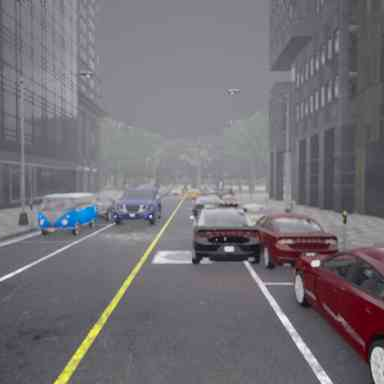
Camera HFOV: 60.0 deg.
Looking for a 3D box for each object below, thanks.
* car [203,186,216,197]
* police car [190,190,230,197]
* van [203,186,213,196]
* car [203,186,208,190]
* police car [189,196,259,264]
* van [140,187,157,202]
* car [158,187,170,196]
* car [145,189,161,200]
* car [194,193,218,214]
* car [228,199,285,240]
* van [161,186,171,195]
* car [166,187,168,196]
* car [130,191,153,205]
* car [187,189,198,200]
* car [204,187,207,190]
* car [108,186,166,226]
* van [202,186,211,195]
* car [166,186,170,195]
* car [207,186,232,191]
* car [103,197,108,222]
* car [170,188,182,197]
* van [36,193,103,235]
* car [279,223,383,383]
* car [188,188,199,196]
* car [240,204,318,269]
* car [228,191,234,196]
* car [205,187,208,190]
[{"bbox_3d":[3.050,-0.108,58.995,2.192,1.841,5.009,0,1,0],"label":"car"},{"bbox_3d":[1.002,0.914,20.895,1.930,1.638,5.238,0,1,0],"label":"police car"},{"bbox_3d":[3.077,-0.211,64.432,1.690,1.788,3.998,0,1,0],"label":"van"},{"bbox_3d":[3.024,0.146,53.562,1.967,1.590,4.097,0,1,0],"label":"car"},{"bbox_3d":[0.943,1.157,10.897,1.930,1.638,5.238,0,1,0],"label":"police car"},{"bbox_3d":[-5.555,0.303,42.730,1.690,1.788,3.998,0,1,0],"label":"van"},{"bbox_3d":[-5.448,-0.115,64.476,1.967,1.590,4.097,0,1,0],"label":"car"},{"bbox_3d":[-5.529,0.361,48.000,1.752,1.417,4.829,0,1,0],"label":"car"},{"bbox_3d":[1.031,0.873,26.785,1.812,1.442,4.674,0,1,0],"label":"car"},{"bbox_3d":[2.839,1.141,15.683,1.752,1.417,4.829,0,1,0],"label":"car"},{"bbox_3d":[-5.422,-0.343,69.910,1.690,1.788,3.998,0,1,0],"label":"van"},{"bbox_3d":[-5.501,0.268,53.607,1.947,1.339,4.313,0,1,0],"label":"car"},{"bbox_3d":[-5.581,0.658,37.299,1.947,1.339,4.313,0,1,0],"label":"car"},{"bbox_3d":[0.250,0.301,48.619,1.882,1.535,5.008,0,1,1],"label":"car"},{"bbox_3d":[2.997,0.380,48.129,1.887,1.381,4.507,0,1,0],"label":"car"},{"bbox_3d":[-3.002,0.741,19.562,2.150,2.045,5.566,0,2,0],"label":"car"},{"bbox_3d":[3.104,-0.340,69.868,1.690,1.788,3.998,0,1,0],"label":"van"},{"bbox_3d":[-5.475,0.103,58.872,1.752,1.417,4.829,0,1,0],"label":"car"},{"bbox_3d":[2.917,0.541,31.815,2.192,1.841,5.009,0,1,0],"label":"car"},{"bbox_3d":[-5.661,1.036,20.991,2.008,1.369,4.403,0,1,0],"label":"car"},{"bbox_3d":[-2.760,0.048,59.258,1.882,1.535,5.008,0,2,1],"label":"car"},{"bbox_3d":[-5.688,0.958,15.550,1.690,1.788,3.998,0,1,0],"label":"van"},{"bbox_3d":[2.785,1.429,4.641,1.887,1.381,4.507,0,1,0],"label":"car"},{"bbox_3d":[0.307,0.056,62.563,1.994,1.385,4.181,0,1,0],"label":"car"},{"bbox_3d":[2.811,1.297,10.077,1.887,1.381,4.507,0,1,0],"label":"car"},{"bbox_3d":[2.892,0.878,26.554,1.752,1.417,4.829,0,1,0],"label":"car"},{"bbox_3d":[2.971,0.486,42.862,1.752,1.417,4.829,0,1,0],"label":"car"}]
